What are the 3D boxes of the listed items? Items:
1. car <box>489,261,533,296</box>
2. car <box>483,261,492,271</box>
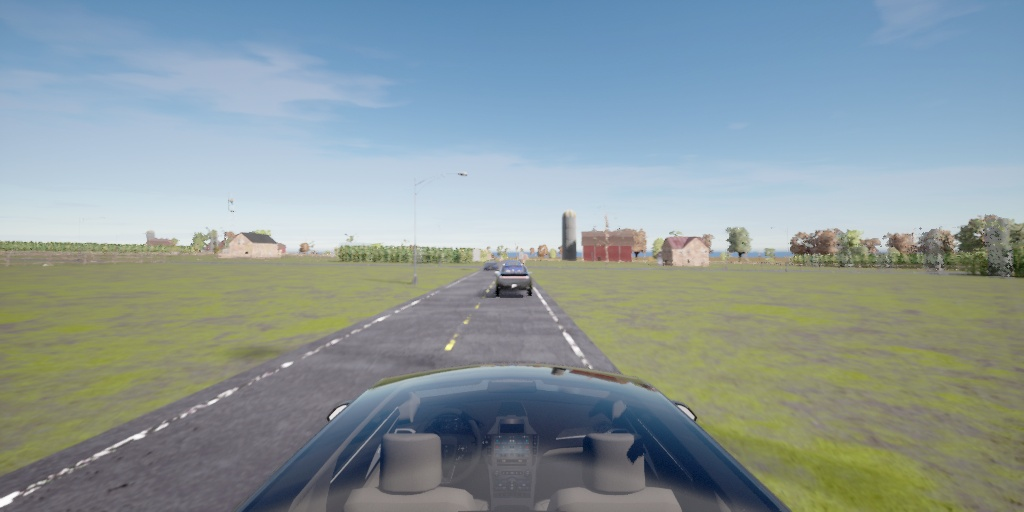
[{"bbox_3d":[0.097,1.229,19.286,2.128,1.511,4.902,0,0,0],"label":"car"},{"bbox_3d":[-2.799,1.306,48.573,1.994,1.385,4.181,0,0,1],"label":"car"}]
